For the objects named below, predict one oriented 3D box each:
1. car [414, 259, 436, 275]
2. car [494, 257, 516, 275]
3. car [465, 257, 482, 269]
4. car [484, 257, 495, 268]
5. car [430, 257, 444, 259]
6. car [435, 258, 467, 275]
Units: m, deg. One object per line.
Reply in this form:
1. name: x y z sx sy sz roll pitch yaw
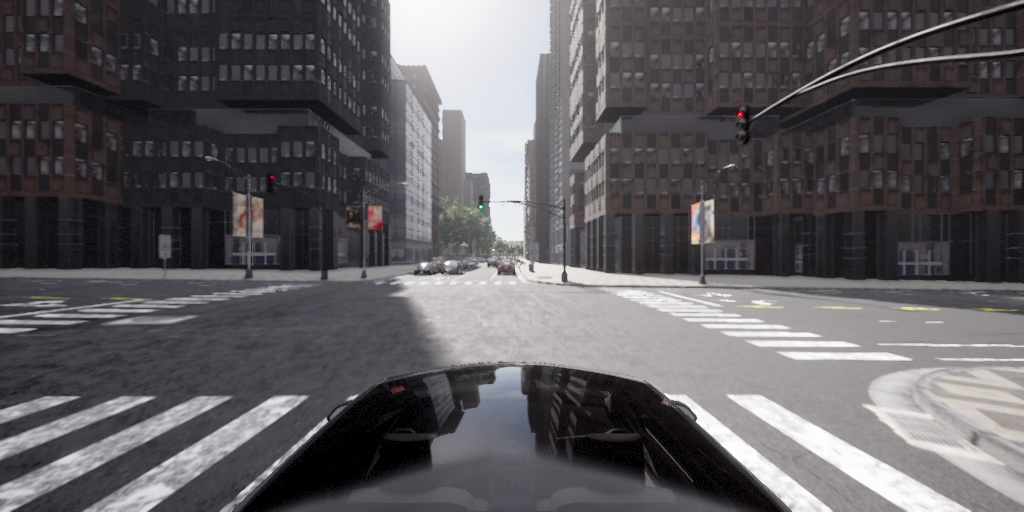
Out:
1. car: -9.110 1.309 38.227 1.948 1.339 4.313 0 0 0
2. car: -0.585 1.175 38.275 1.967 1.591 4.097 0 0 0
3. car: -6.487 1.320 57.116 2.033 1.411 5.357 0 0 0
4. car: -3.503 1.287 64.438 1.837 1.490 4.892 0 0 0
5. car: -9.142 1.066 43.653 2.192 1.841 5.009 0 0 0
6. car: -6.434 1.231 38.504 2.128 1.511 4.902 0 0 0
